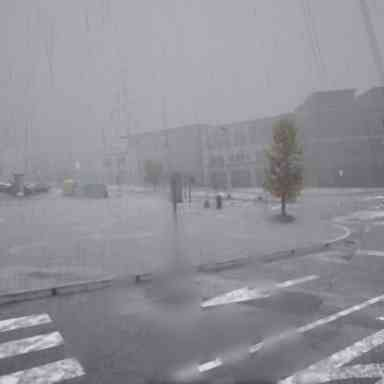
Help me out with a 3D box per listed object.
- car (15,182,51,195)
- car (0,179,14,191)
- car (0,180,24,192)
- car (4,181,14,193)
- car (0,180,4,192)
[{"bbox_3d":[-22.798,-0.496,48.541,2.163,1.488,4.792,1,6,17],"label":"car"},{"bbox_3d":[-32.378,-1.199,55.427,2.185,1.767,4.553,1,5,15],"label":"car"},{"bbox_3d":[-29.946,-0.946,53.781,2.097,1.535,5.008,1,6,16],"label":"car"},{"bbox_3d":[-25.156,-0.670,50.333,2.231,1.521,4.892,1,6,17],"label":"car"},{"bbox_3d":[-27.551,-0.769,52.067,2.002,1.452,4.674,1,6,16],"label":"car"}]
